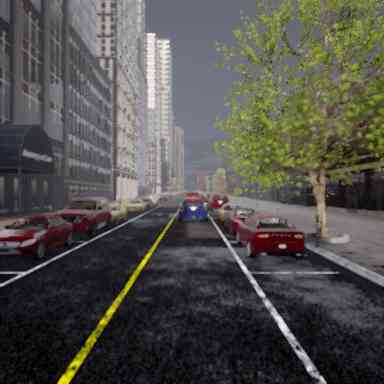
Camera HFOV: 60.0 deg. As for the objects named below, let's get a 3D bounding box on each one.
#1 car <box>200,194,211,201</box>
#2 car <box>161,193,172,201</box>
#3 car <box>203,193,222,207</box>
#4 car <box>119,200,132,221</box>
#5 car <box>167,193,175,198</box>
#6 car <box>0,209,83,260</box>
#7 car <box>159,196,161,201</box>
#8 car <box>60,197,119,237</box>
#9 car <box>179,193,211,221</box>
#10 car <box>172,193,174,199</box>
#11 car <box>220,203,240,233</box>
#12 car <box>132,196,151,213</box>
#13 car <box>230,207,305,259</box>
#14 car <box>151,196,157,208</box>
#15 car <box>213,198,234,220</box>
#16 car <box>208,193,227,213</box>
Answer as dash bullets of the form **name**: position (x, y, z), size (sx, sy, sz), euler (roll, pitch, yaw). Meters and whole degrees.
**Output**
- **car**: position (2.716, 1.152, 67.624), size (1.947, 1.339, 4.313), euler (1, 0, 0)
- **car**: position (-5.664, 1.152, 67.623), size (1.947, 1.339, 4.313), euler (1, 0, 0)
- **car**: position (2.715, 1.048, 45.440), size (2.192, 1.841, 5.009), euler (1, 0, 0)
- **car**: position (-5.673, 1.395, 23.086), size (1.752, 1.417, 4.829), euler (1, 0, 0)
- **car**: position (-5.660, 1.012, 89.806), size (1.802, 1.307, 4.206), euler (1, 0, 0)
- **car**: position (-5.677, 1.515, 12.165), size (1.802, 1.307, 4.206), euler (1, 0, 0)
- **car**: position (-5.669, 1.260, 45.271), size (1.752, 1.417, 4.829), euler (1, 0, 0)
- **car**: position (-5.671, 1.216, 17.710), size (2.192, 1.841, 5.009), euler (1, 0, 0)
- **car**: position (0.105, 1.209, 25.394), size (2.097, 1.767, 4.553), euler (0, 0, 0)
- **car**: position (-5.661, 1.035, 84.261), size (1.947, 1.339, 4.313), euler (1, 0, 0)
- **car**: position (2.705, 1.483, 17.711), size (1.802, 1.307, 4.206), euler (1, 0, 0)
- **car**: position (-5.671, 1.329, 34.178), size (1.752, 1.417, 4.829), euler (1, 0, 0)
- **car**: position (2.704, 1.477, 12.165), size (1.887, 1.381, 4.507), euler (1, 0, 0)
- **car**: position (-5.671, 1.334, 39.896), size (1.947, 1.339, 4.313), euler (1, 0, 0)
- **car**: position (2.707, 1.393, 23.426), size (1.752, 1.417, 4.829), euler (1, 0, 0)
- **car**: position (2.712, 1.117, 34.347), size (2.192, 1.841, 5.009), euler (1, 0, 0)
